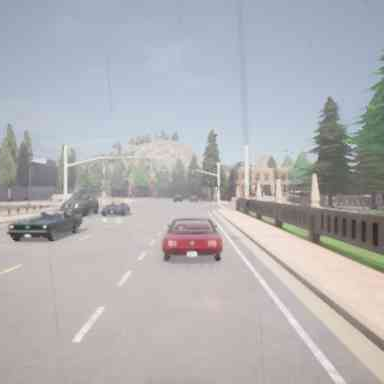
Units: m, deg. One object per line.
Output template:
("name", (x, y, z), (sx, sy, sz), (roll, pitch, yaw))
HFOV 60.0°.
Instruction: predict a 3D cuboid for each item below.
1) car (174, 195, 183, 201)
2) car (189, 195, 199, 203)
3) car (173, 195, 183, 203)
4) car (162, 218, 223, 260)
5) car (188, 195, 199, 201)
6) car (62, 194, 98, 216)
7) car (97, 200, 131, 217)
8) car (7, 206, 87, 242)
("car", (-3.212, 1.400, 80.709), (1.812, 1.442, 4.674), (0, 0, -6))
("car", (0.473, 1.471, 70.585), (2.128, 1.511, 4.902), (0, 0, 0))
("car", (-3.027, 1.440, 70.582), (1.837, 1.490, 4.892), (0, 0, 0))
("car", (0.014, 1.592, 12.294), (1.895, 1.301, 4.718), (0, 0, 0))
("car", (0.281, 1.417, 80.929), (2.033, 1.411, 5.357), (0, 0, -6))
("car", (-10.467, 1.190, 31.628), (2.150, 2.045, 5.566), (0, 0, 0))
("car", (-6.979, 1.534, 30.845), (1.994, 1.385, 4.181), (0, 0, 0))
("car", (-7.058, 1.581, 16.502), (1.895, 1.301, 4.718), (0, 0, 0))
